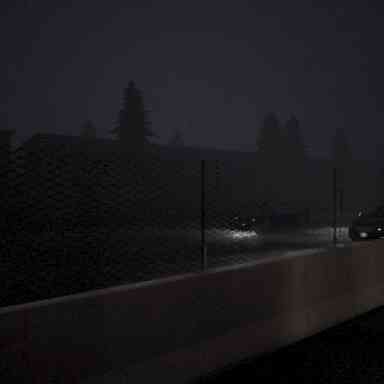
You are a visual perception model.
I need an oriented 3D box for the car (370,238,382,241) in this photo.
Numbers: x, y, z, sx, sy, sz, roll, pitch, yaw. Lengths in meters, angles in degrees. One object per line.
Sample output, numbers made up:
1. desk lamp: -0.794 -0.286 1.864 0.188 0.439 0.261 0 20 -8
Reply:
1. car: 8.762 1.397 14.547 4.902 1.511 2.128 0 0 -35
